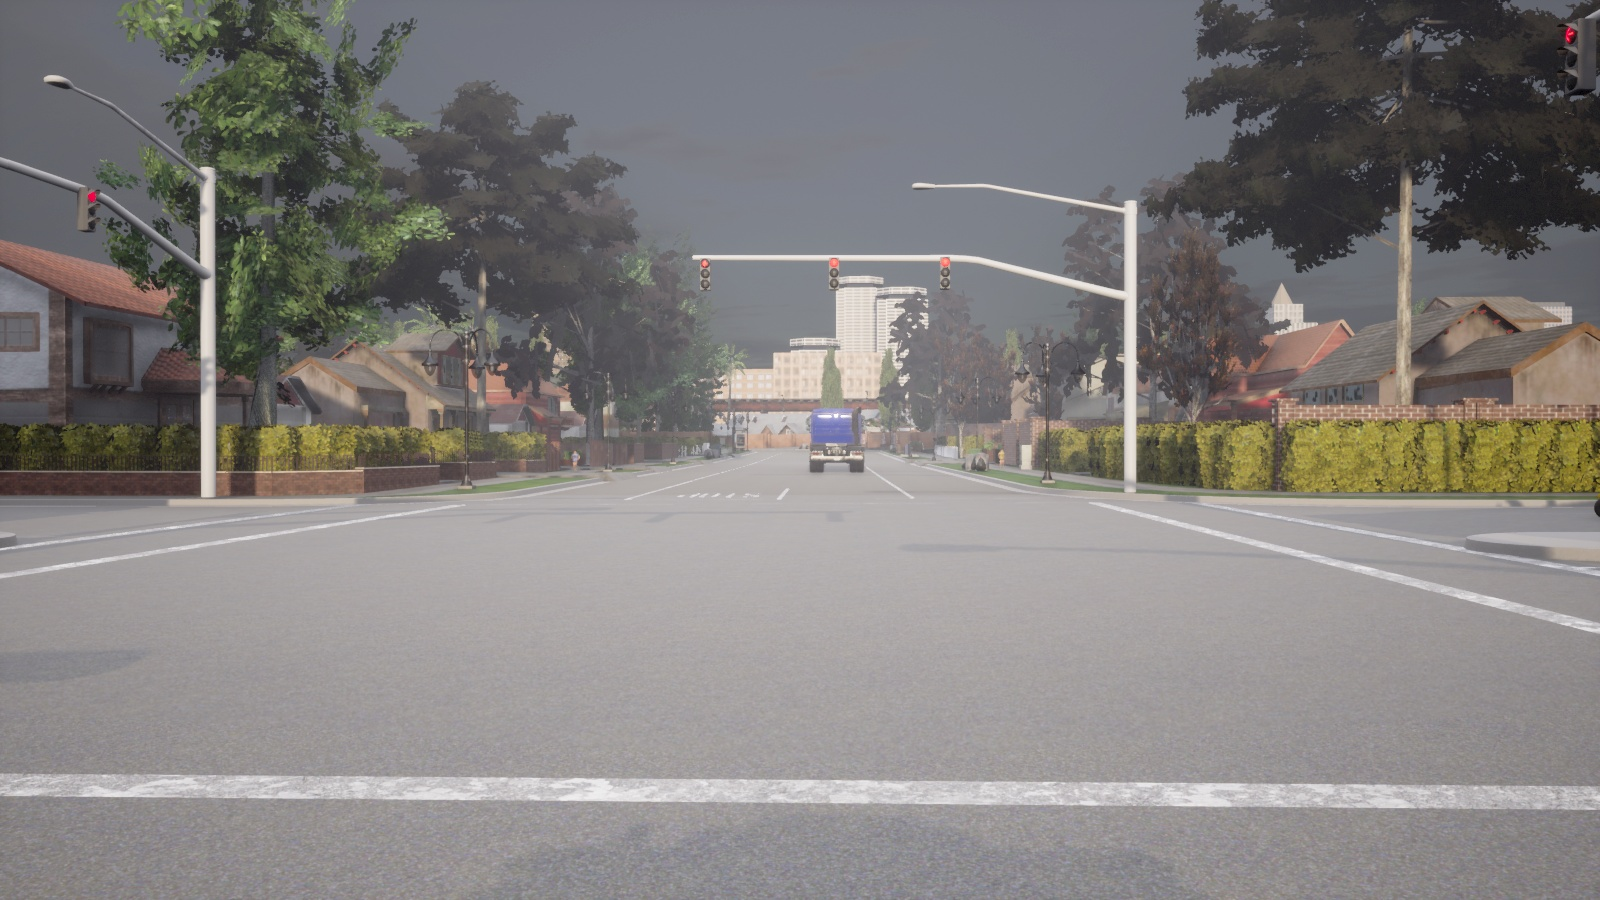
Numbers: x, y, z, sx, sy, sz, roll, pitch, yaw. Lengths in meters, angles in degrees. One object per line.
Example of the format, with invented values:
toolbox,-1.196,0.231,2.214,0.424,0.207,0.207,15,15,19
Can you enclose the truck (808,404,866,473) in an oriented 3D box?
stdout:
truck,1.934,-0.611,66.891,2.891,3.462,7.936,0,0,1

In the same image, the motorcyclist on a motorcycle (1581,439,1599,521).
motorcyclist on a motorcycle,16.364,0.575,24.398,1.817,1.590,0.866,0,0,1
